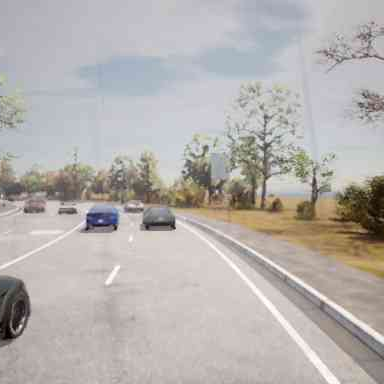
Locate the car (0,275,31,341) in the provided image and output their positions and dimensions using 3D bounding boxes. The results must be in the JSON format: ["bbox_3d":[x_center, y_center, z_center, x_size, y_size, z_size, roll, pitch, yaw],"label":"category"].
[{"bbox_3d":[-3.636,1.583,3.902,1.994,1.385,4.181,0,0,-2],"label":"car"}]

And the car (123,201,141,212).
[{"bbox_3d":[-7.024,1.688,39.689,1.895,1.301,4.718,0,0,-19],"label":"car"}]

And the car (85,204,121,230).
[{"bbox_3d":[-5.703,1.530,21.585,1.882,1.535,5.008,0,0,-10],"label":"car"}]

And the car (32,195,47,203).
[{"bbox_3d":[-32.812,1.491,71.483,2.097,1.767,4.553,0,0,-38],"label":"car"}]

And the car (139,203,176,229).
[{"bbox_3d":[-2.259,1.609,22.120,1.994,1.385,4.181,0,0,-10],"label":"car"}]

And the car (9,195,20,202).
[{"bbox_3d":[-38.587,1.371,72.885,2.097,1.767,4.553,0,0,-40],"label":"car"}]

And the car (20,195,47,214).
[{"bbox_3d":[-17.537,1.449,37.321,2.097,1.767,4.553,0,0,-21],"label":"car"}]

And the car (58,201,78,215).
[{"bbox_3d":[-13.182,1.689,35.566,1.895,1.301,4.718,0,0,-19],"label":"car"}]
